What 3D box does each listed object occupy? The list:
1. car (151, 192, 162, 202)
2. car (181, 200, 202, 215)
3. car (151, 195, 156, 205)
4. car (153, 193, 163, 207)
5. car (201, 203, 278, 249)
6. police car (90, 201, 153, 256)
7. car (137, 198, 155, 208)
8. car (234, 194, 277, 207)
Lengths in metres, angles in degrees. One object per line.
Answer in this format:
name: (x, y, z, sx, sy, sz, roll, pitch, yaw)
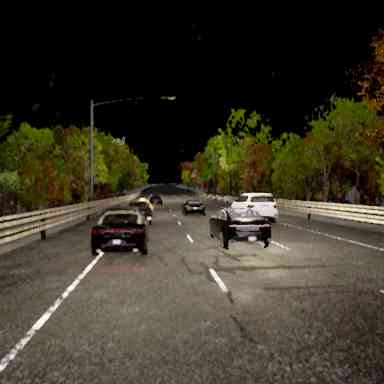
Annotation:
car: (-7.147, 1.006, 66.534, 2.097, 1.767, 4.553, 0, 1, -6)
car: (0.074, 1.434, 31.873, 1.994, 1.385, 4.181, 0, 0, -6)
car: (-4.314, 1.337, 29.111, 1.801, 1.575, 5.366, 0, 0, -6)
car: (-5.242, 1.281, 48.207, 1.882, 1.535, 5.008, 0, 0, -6)
car: (1.900, 1.433, 14.298, 2.128, 1.511, 4.902, 0, 0, -6)
police car: (-2.651, 1.371, 13.113, 1.930, 1.638, 5.238, 0, 0, -6)
car: (-3.673, 1.412, 22.952, 1.837, 1.490, 4.892, 0, 0, -6)
car: (4.394, 1.123, 24.158, 2.150, 2.045, 5.566, 0, 0, -6)
